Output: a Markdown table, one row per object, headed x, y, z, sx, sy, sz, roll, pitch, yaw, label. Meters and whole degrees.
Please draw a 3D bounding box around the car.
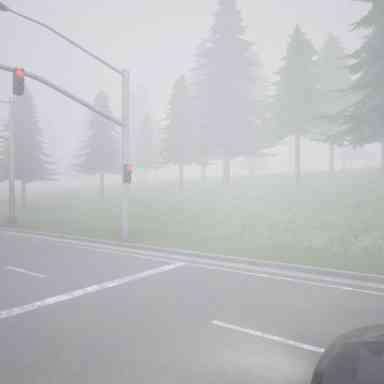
| x | y | z | sx | sy | sz | roll | pitch | yaw | label |
| --- | --- | --- | --- | --- | --- | --- | --- | --- | --- |
| 3.161 | 1.505 | 1.732 | 4.892 | 1.490 | 1.837 | 0 | 0 | 35 | car |
